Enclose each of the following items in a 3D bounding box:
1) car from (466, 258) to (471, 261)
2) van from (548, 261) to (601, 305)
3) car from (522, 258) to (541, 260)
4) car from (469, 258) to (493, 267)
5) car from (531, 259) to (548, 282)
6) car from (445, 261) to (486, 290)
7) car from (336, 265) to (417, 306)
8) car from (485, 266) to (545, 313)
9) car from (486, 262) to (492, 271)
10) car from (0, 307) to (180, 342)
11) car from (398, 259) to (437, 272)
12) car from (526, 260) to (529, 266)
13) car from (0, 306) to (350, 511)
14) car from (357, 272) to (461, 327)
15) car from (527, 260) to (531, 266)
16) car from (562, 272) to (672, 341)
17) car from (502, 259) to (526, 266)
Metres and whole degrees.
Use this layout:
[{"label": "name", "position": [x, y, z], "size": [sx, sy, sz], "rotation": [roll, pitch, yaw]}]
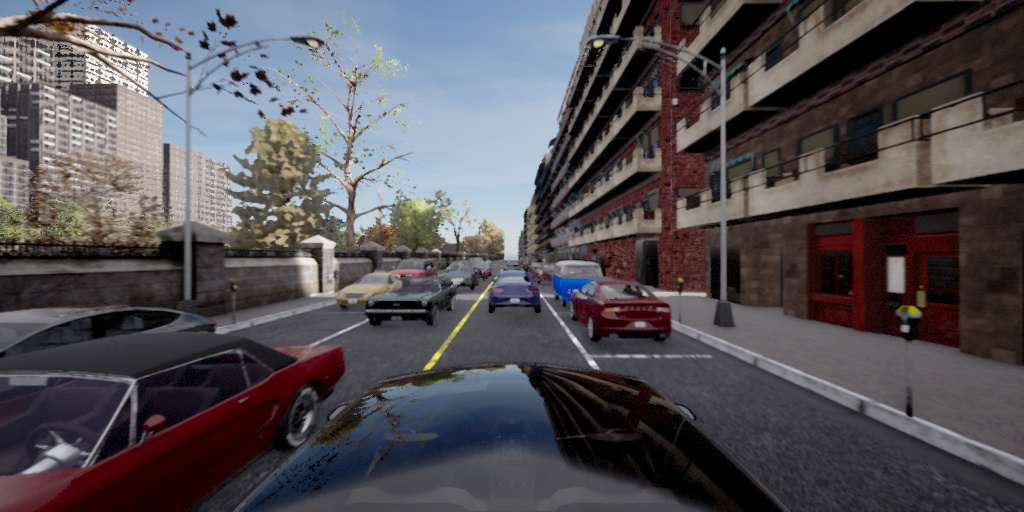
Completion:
[{"label": "car", "position": [-5.695, 1.259, 37.908], "size": [1.967, 1.591, 4.097], "rotation": [0, 0, 0]}, {"label": "van", "position": [2.689, 1.112, 15.388], "size": [1.690, 1.789, 3.998], "rotation": [0, 0, 0]}, {"label": "car", "position": [2.685, 1.147, 43.538], "size": [2.192, 1.841, 5.009], "rotation": [0, 0, 0]}, {"label": "car", "position": [-3.016, 1.296, 37.346], "size": [1.882, 1.535, 5.008], "rotation": [0, 0, 0]}, {"label": "car", "position": [2.687, 1.233, 26.648], "size": [1.967, 1.591, 4.097], "rotation": [0, 0, 0]}, {"label": "car", "position": [-3.079, 1.277, 22.694], "size": [2.128, 1.511, 4.902], "rotation": [0, 0, 0]}, {"label": "car", "position": [-5.691, 1.297, 15.217], "size": [1.751, 1.417, 4.829], "rotation": [0, 0, 0]}, {"label": "car", "position": [0.096, 1.295, 14.078], "size": [1.812, 1.442, 4.674], "rotation": [0, 0, 0]}, {"label": "car", "position": [-3.004, 1.409, 30.028], "size": [1.895, 1.301, 4.718], "rotation": [0, 0, 0]}, {"label": "car", "position": [-5.690, 1.320, 4.126], "size": [1.948, 1.339, 4.313], "rotation": [0, 0, 0]}, {"label": "car", "position": [-5.693, 1.097, 21.017], "size": [2.192, 1.841, 5.009], "rotation": [0, 0, 0]}, {"label": "car", "position": [2.686, 1.364, 37.908], "size": [1.888, 1.381, 4.507], "rotation": [0, 0, 0]}, {"label": "car", "position": [-3.094, 1.352, 2.425], "size": [1.895, 1.301, 4.718], "rotation": [0, 0, 0]}, {"label": "car", "position": [-3.080, 1.367, 11.805], "size": [1.895, 1.301, 4.718], "rotation": [0, 0, 0]}, {"label": "car", "position": [2.686, 1.356, 32.278], "size": [2.007, 1.370, 4.403], "rotation": [0, 0, 0]}, {"label": "car", "position": [2.690, 1.307, 9.757], "size": [1.888, 1.381, 4.507], "rotation": [0, 0, 0]}, {"label": "car", "position": [0.039, 1.309, 37.153], "size": [2.128, 1.511, 4.902], "rotation": [0, 0, 1]}]
